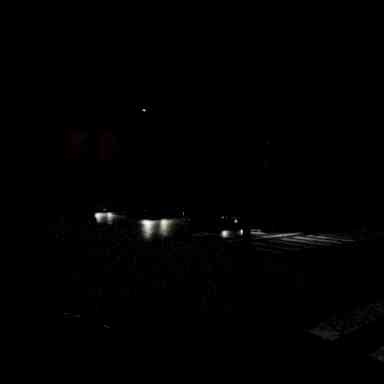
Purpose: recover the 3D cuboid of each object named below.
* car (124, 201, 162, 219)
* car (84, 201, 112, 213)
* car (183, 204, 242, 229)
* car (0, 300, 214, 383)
[{"bbox_3d":[-4.547,1.579,30.666,1.882,1.535,5.008,0,0,-35],"label":"car"},{"bbox_3d":[-11.361,1.747,40.166,1.895,1.301,4.718,0,0,-36],"label":"car"},{"bbox_3d":[1.281,1.554,22.559,2.128,1.511,4.902,0,0,-36],"label":"car"},{"bbox_3d":[-2.128,1.477,1.565,5.008,1.535,1.882,0,0,-36],"label":"car"}]
